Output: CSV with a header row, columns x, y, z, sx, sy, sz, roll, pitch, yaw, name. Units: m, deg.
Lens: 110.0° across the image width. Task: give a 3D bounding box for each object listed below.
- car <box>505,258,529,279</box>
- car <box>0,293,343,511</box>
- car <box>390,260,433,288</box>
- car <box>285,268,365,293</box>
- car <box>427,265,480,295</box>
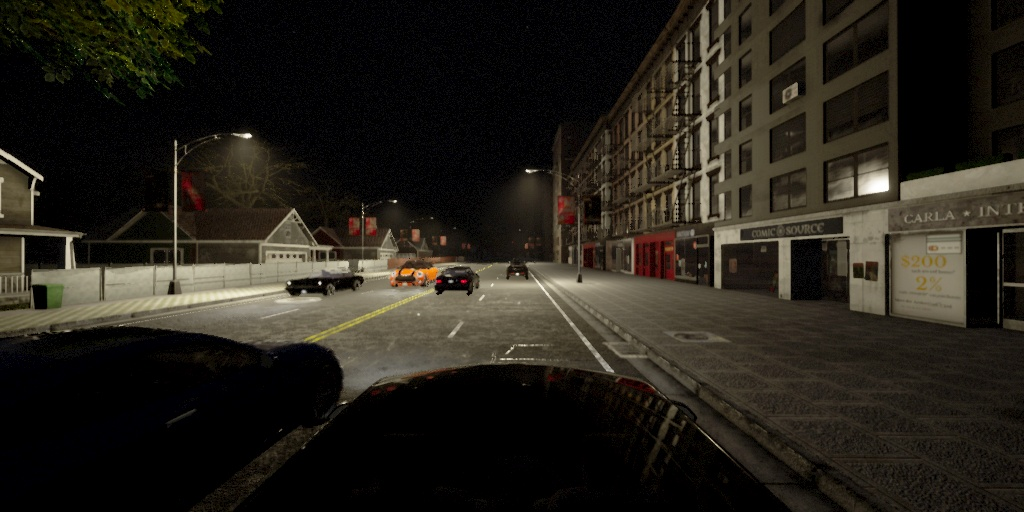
x,y,z,sx,sy,sz,roll,pitch,yaw,name
0.474,1.227,32.022,1.837,1.490,4.892,0,0,1,car
-3.120,1.275,2.730,1.812,1.442,4.674,0,0,1,car
-6.281,1.085,23.412,2.097,1.767,4.553,0,0,1,car
-9.613,1.340,18.810,1.895,1.301,4.718,0,0,1,car
-2.918,1.286,19.868,2.033,1.411,5.357,0,0,1,car
